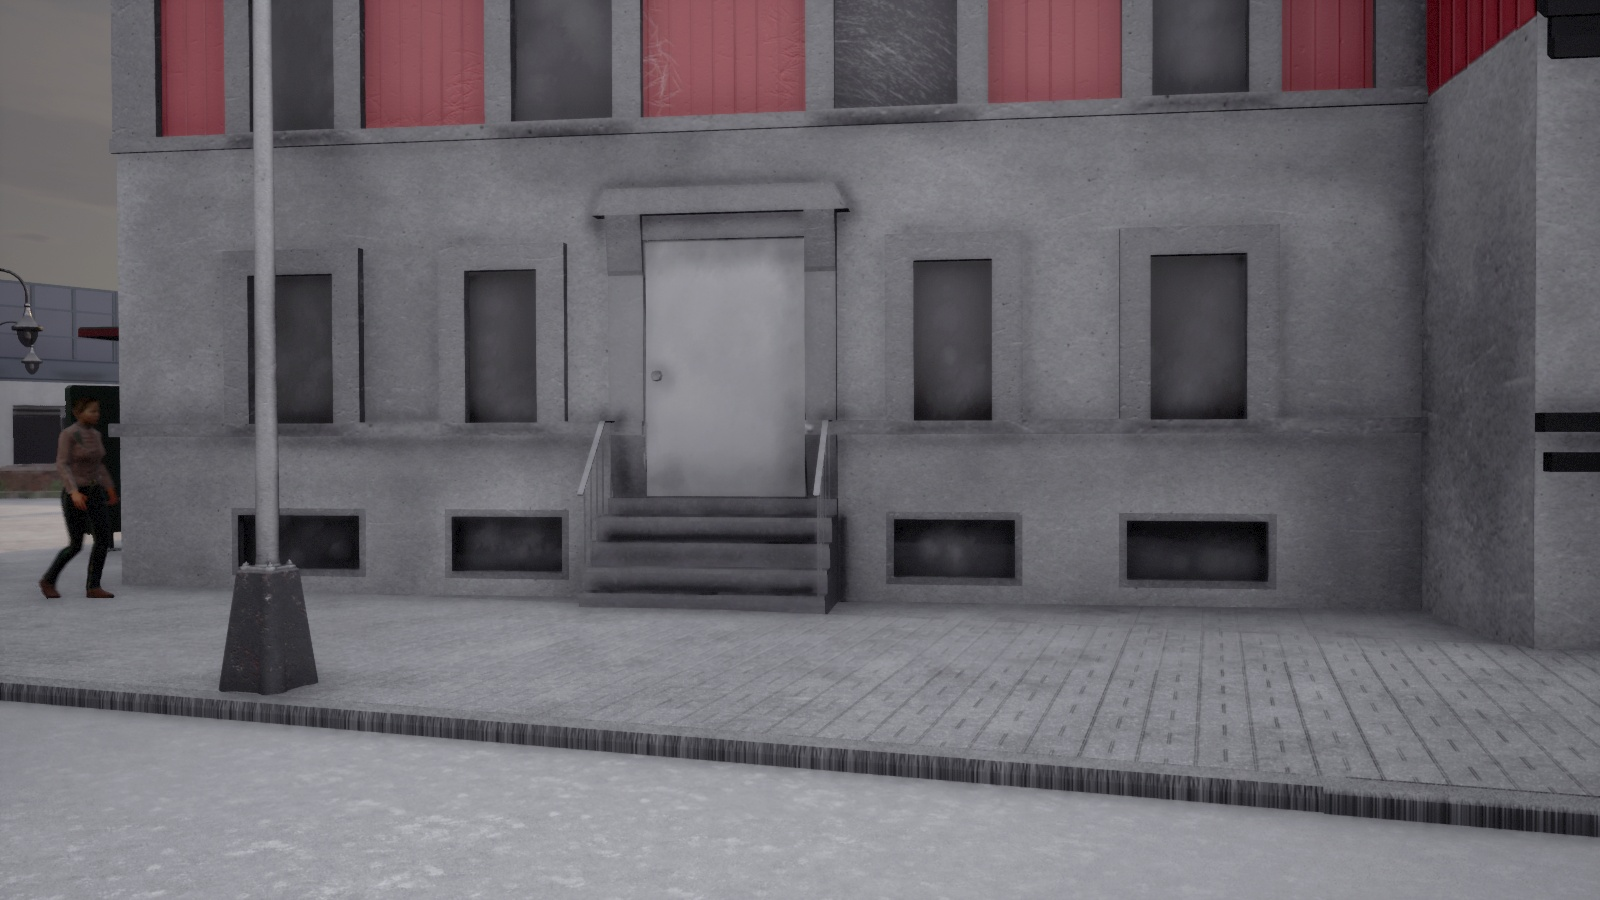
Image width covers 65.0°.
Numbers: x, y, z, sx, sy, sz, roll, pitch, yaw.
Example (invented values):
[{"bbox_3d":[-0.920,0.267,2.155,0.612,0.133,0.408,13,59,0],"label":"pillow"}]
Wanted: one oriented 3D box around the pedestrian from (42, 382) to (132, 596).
[{"bbox_3d":[-6.288,0.335,11.077,0.634,1.846,0.331,0,1,16],"label":"pedestrian"}]
